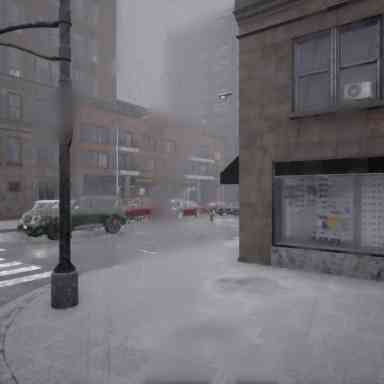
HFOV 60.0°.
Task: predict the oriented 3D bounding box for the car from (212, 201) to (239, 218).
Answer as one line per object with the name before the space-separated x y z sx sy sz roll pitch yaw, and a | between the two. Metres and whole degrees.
car | 4.189 1.630 31.311 1.895 1.301 4.718 0 0 36

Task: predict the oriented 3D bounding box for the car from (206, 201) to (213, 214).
car | 2.275 1.575 33.384 1.887 1.381 4.507 0 0 36

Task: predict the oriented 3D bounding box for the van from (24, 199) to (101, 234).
van | -7.569 1.358 19.785 1.690 1.788 3.998 0 0 36

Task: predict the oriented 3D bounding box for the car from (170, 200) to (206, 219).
car | -1.006 1.466 28.851 1.967 1.590 4.097 0 0 36

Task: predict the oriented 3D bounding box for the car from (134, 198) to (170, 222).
car | -4.287 1.336 24.318 2.192 1.841 5.009 0 0 36

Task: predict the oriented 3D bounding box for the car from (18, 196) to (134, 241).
car | -5.945 1.237 17.321 2.150 2.045 5.566 0 0 36
